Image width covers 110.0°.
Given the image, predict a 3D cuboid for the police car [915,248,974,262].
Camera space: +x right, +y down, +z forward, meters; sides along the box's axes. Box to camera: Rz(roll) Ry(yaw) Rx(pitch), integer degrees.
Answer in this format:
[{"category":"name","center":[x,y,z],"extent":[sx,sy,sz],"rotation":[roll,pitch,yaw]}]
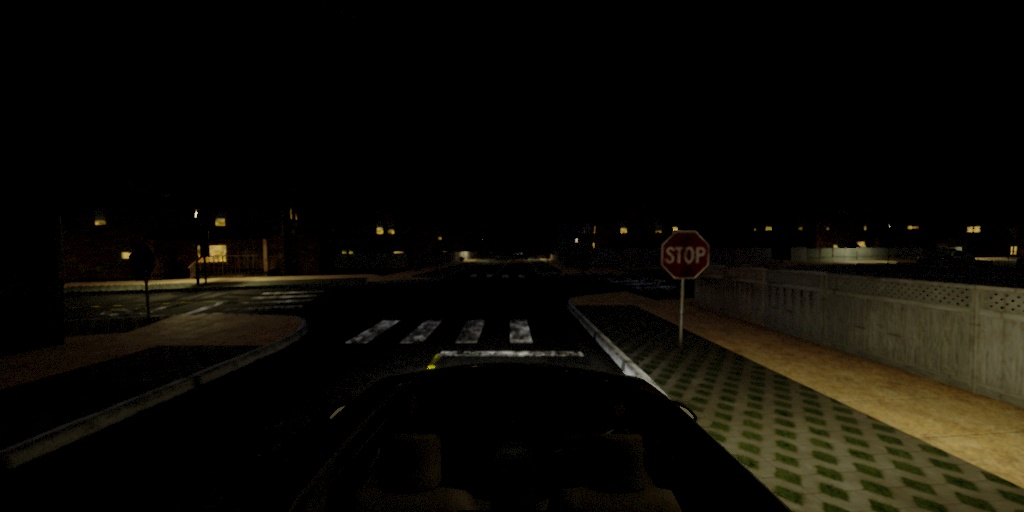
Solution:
[{"category":"police car","center":[37.137,0.156,30.827],"extent":[5.238,1.638,1.930],"rotation":[-1,4,-17]}]

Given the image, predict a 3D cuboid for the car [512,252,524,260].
[{"category":"car","center":[1.051,0.004,64.125],"extent":[2.128,1.511,4.902],"rotation":[0,1,2]}]
